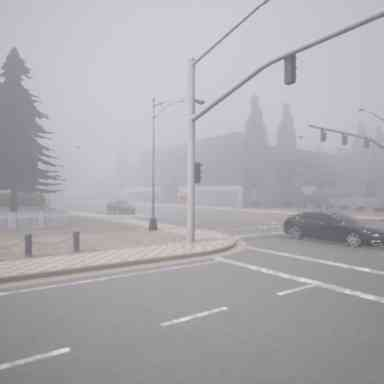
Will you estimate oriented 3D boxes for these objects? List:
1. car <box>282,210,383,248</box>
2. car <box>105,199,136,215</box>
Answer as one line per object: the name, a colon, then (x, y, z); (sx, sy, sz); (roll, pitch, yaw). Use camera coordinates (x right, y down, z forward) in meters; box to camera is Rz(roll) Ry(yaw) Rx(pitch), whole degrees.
car: (6.455, 1.615, 15.247); (1.837, 1.490, 4.892); (0, 0, -35)
car: (-7.533, 1.566, 34.865); (1.837, 1.490, 4.892); (0, 0, -35)
